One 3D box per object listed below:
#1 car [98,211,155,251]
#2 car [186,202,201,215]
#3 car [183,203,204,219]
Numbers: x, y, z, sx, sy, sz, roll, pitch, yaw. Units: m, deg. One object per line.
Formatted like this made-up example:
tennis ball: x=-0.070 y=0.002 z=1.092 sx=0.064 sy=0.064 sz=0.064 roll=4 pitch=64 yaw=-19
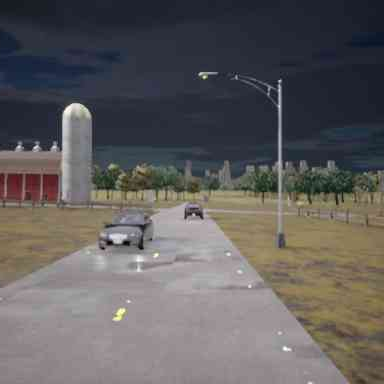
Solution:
car: x=-2.820 y=1.657 z=15.119 sx=2.128 sy=1.511 sz=4.902 roll=0 pitch=-1 yaw=0
car: x=0.169 y=2.116 z=43.457 sx=1.812 sy=1.442 sz=4.674 roll=0 pitch=-1 yaw=0
car: x=0.163 y=1.918 z=33.536 sx=1.837 sy=1.490 sz=4.892 roll=0 pitch=-1 yaw=0
